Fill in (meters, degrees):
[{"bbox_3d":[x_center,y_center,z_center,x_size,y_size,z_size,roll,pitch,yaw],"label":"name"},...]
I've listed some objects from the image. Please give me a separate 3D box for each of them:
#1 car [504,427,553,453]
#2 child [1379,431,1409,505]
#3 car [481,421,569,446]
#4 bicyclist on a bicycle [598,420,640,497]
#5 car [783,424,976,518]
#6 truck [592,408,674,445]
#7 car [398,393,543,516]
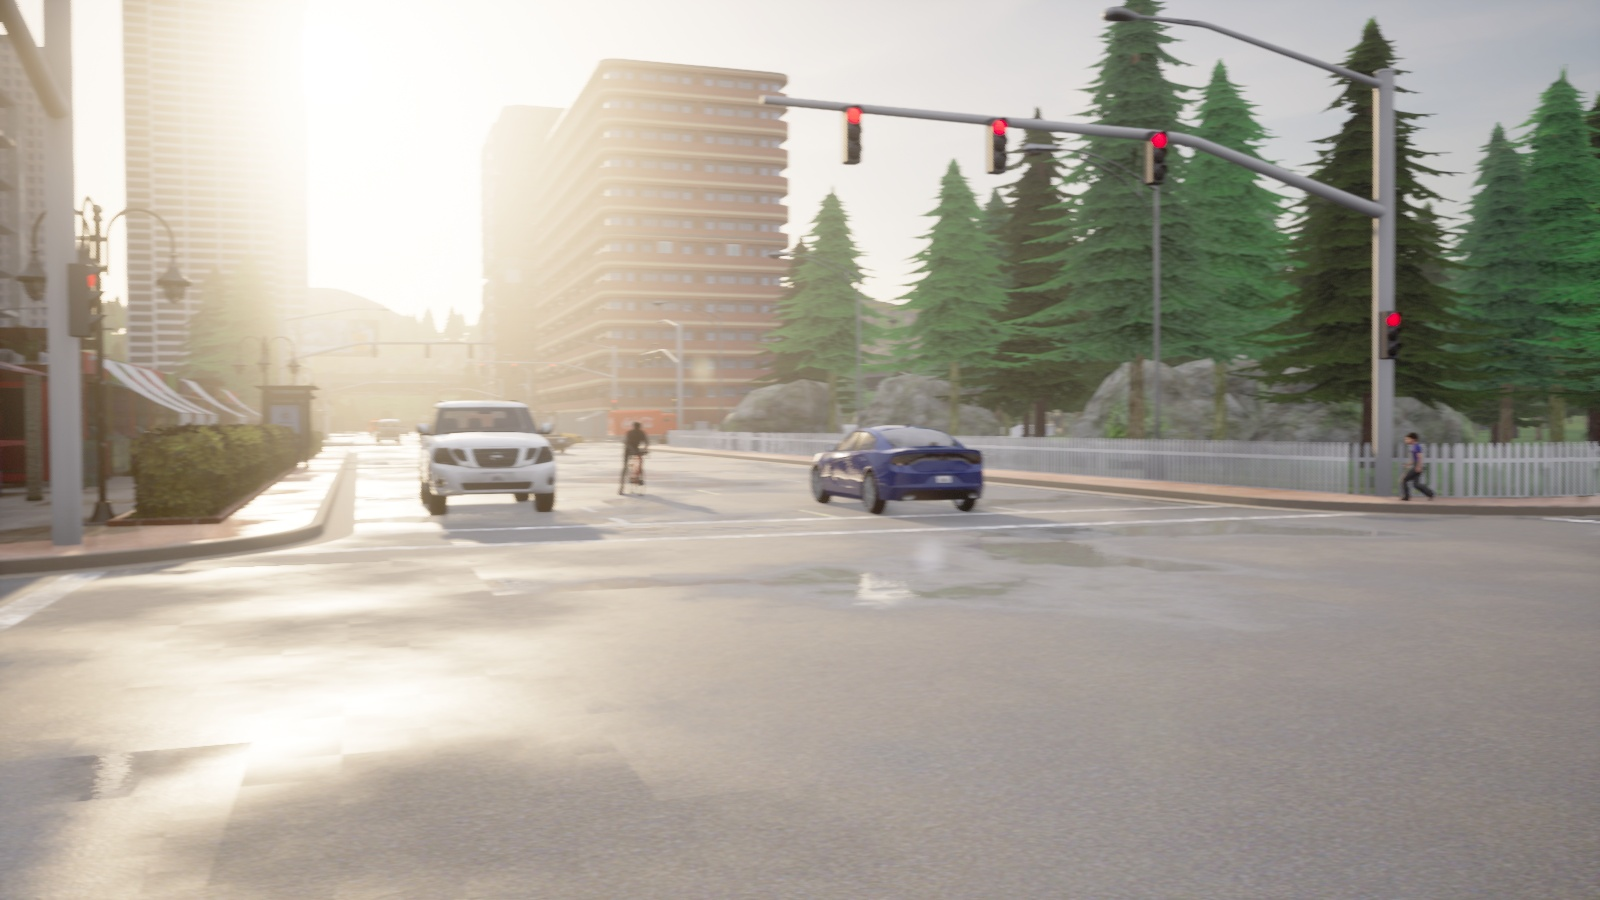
[{"bbox_3d":[-14.427,-0.559,66.553,1.895,1.301,4.718,0,1,-20],"label":"car"},{"bbox_3d":[10.271,0.297,21.722,0.437,1.263,0.270,1,1,30],"label":"child"},{"bbox_3d":[-17.916,-1.074,81.803,5.366,1.575,1.801,0,1,-20],"label":"car"},{"bbox_3d":[-3.962,0.169,27.384,0.582,1.620,1.656,0,2,-20],"label":"bicyclist on a bicycle"},{"bbox_3d":[1.299,0.293,23.165,1.882,1.535,5.008,0,1,-17],"label":"car"},{"bbox_3d":[-11.678,-1.658,87.908,5.204,2.467,2.627,-1,2,-22],"label":"truck"},{"bbox_3d":[-6.369,0.012,23.748,2.150,2.045,5.566,0,1,-20],"label":"car"}]
